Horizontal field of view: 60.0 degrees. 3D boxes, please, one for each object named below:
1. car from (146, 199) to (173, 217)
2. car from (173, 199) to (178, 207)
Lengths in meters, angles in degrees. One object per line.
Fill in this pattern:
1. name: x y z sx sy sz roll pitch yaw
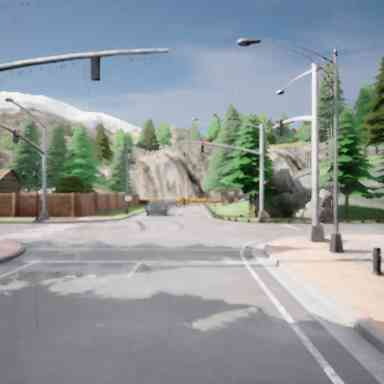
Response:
1. car: -3.480 1.605 34.566 2.097 1.767 4.553 0 -1 0
2. car: -3.465 1.906 59.152 1.812 1.442 4.674 0 0 0
